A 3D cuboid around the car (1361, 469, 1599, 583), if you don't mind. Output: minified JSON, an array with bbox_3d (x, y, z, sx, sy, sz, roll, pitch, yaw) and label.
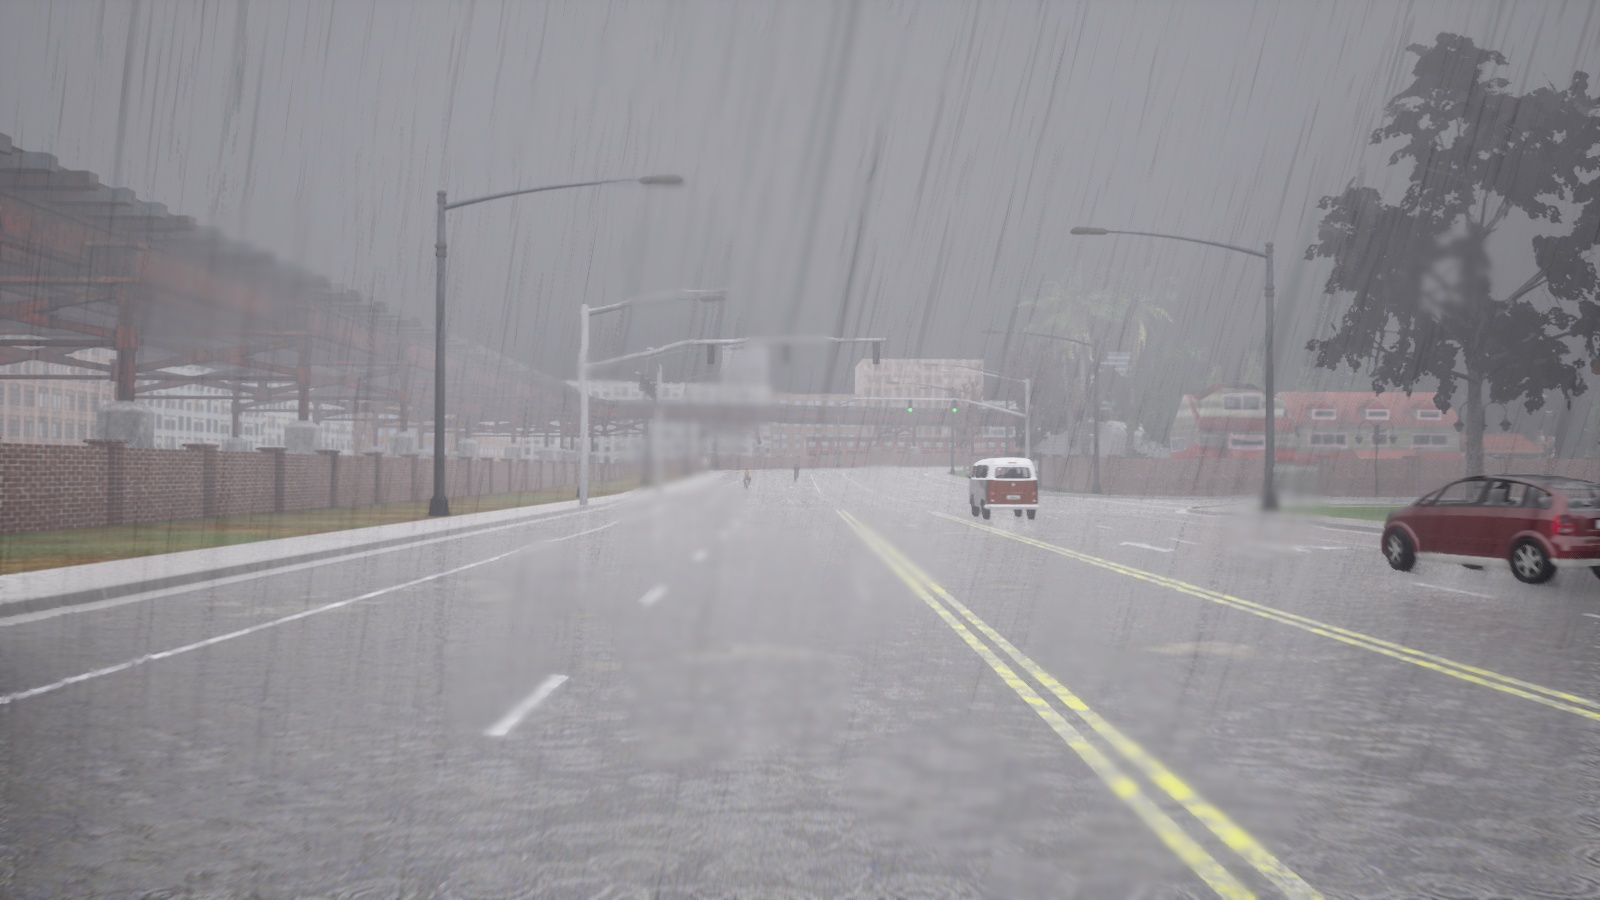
[{"bbox_3d":[10.634,1.072,19.199,1.789,1.549,3.705,0,-1,-16],"label":"car"}]

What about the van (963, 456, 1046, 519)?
[{"bbox_3d":[6.891,1.230,42.819,2.069,2.038,4.480,0,-1,0],"label":"van"}]
